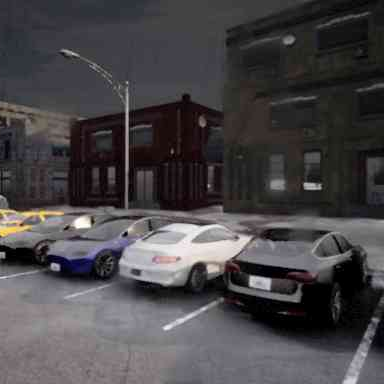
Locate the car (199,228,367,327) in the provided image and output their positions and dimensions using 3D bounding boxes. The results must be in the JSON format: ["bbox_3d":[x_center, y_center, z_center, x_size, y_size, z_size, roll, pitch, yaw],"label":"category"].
[{"bbox_3d":[2.445,1.506,7.245,2.163,1.488,4.792,0,0,35],"label":"car"}]

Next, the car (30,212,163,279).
[{"bbox_3d":[-2.080,1.501,10.400,2.163,1.488,4.792,0,0,35],"label":"car"}]

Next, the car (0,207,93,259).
[{"bbox_3d":[-6.659,1.468,13.473,1.946,1.575,5.366,0,0,35],"label":"car"}]

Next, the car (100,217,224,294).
[{"bbox_3d":[0.152,1.514,8.842,2.002,1.452,4.674,0,0,35],"label":"car"}]
